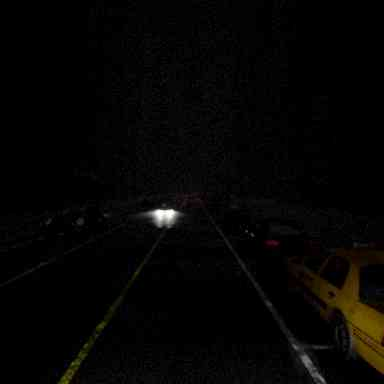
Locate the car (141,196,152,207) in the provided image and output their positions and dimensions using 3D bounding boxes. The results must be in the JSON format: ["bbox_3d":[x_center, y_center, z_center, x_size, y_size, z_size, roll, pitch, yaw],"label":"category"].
[{"bbox_3d":[-5.715,1.270,44.680,1.887,1.381,4.507,0,0,0],"label":"car"}]

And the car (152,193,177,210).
[{"bbox_3d":[-3.048,1.251,39.180,2.128,1.511,4.902,0,0,0],"label":"car"}]

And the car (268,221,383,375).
[{"bbox_3d":[2.767,1.490,5.634,1.752,1.417,4.829,0,0,0],"label":"car"}]

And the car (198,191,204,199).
[{"bbox_3d":[2.827,0.939,61.480,2.192,1.841,5.009,0,0,0],"label":"car"}]

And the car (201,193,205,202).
[{"bbox_3d":[2.816,1.242,50.278,2.008,1.369,4.403,0,0,0],"label":"car"}]

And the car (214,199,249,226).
[{"bbox_3d":[2.785,1.406,22.269,1.887,1.381,4.507,0,0,0],"label":"car"}]

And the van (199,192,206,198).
[{"bbox_3d":[2.858,0.798,89.488,1.690,1.788,3.998,0,0,0],"label":"van"}]

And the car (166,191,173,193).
[{"bbox_3d":[-5.692,0.906,67.087,2.192,1.841,5.009,0,0,0],"label":"car"}]

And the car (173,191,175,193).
[{"bbox_3d":[-5.679,0.964,78.292,1.967,1.590,4.097,0,0,0],"label":"car"}]

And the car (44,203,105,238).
[{"bbox_3d":[-5.747,1.336,16.670,1.967,1.590,4.097,0,0,0],"label":"car"}]

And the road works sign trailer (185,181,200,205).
[{"bbox_3d":[0.058,0.145,52.074,2.380,3.560,2.880,0,0,0],"label":"road works sign trailer"}]

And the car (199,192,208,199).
[{"bbox_3d":[2.853,0.930,83.887,1.967,1.590,4.097,0,0,0],"label":"car"}]

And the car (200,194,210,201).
[{"bbox_3d":[2.841,1.123,72.684,1.947,1.339,4.313,0,0,0],"label":"car"}]

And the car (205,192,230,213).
[{"bbox_3d":[2.796,1.108,33.471,2.192,1.841,5.009,0,0,0],"label":"car"}]

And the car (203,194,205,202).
[{"bbox_3d":[2.810,1.291,44.676,1.947,1.339,4.313,0,0,0],"label":"car"}]

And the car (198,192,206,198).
[{"bbox_3d":[2.865,0.864,95.090,1.967,1.590,4.097,0,0,0],"label":"car"}]

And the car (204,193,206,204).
[{"bbox_3d":[2.803,1.199,39.074,1.967,1.590,4.097,0,0,0],"label":"car"}]

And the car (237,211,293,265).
[{"bbox_3d":[2.773,1.513,11.066,1.802,1.307,4.206,0,0,0],"label":"car"}]
